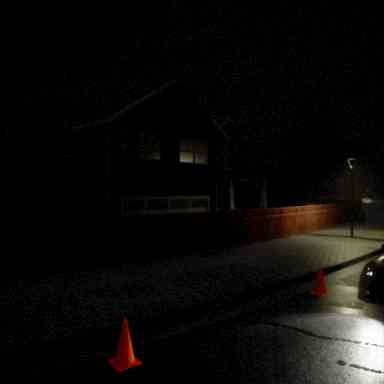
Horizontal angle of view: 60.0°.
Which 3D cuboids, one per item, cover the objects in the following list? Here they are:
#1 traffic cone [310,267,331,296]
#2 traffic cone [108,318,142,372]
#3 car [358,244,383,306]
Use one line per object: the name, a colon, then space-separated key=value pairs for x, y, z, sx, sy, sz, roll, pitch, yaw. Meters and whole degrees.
traffic cone: x=2.875 y=1.976 z=7.443 sx=0.340 sy=0.580 sz=0.340 roll=0 pitch=0 yaw=-41
traffic cone: x=-0.884 y=1.961 z=4.385 sx=0.340 sy=0.580 sz=0.340 roll=0 pitch=0 yaw=-37
car: x=5.223 y=1.590 z=7.058 sx=4.181 sy=1.385 sz=1.994 roll=0 pitch=0 yaw=-42
